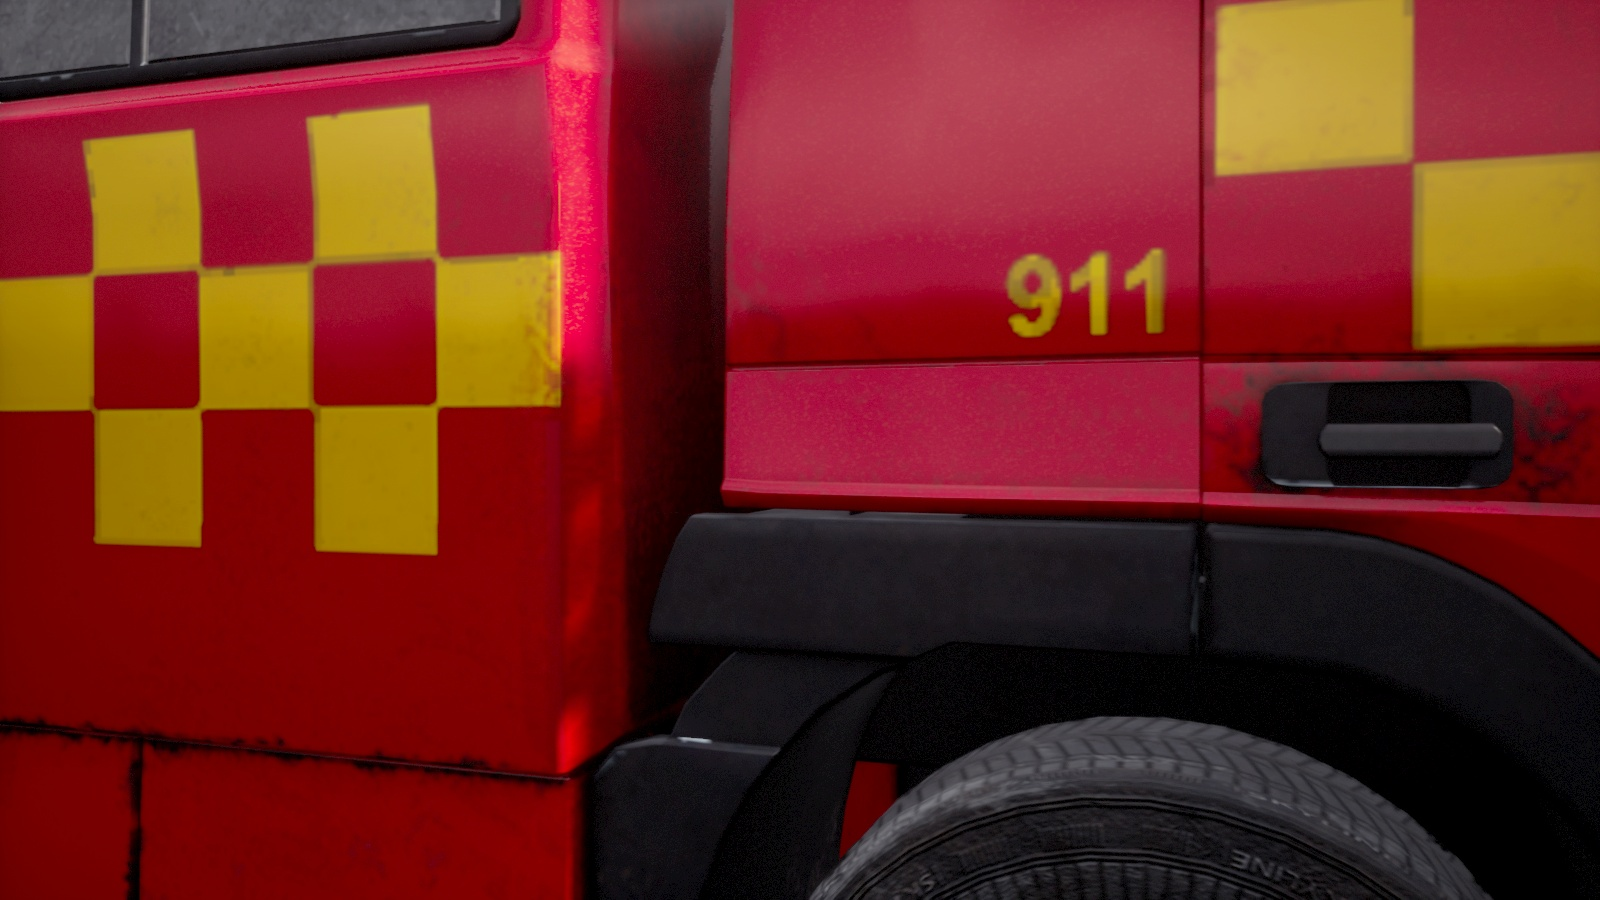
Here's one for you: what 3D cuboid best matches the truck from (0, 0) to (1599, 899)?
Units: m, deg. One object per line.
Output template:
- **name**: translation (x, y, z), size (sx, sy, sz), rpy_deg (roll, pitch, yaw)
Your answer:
- **truck**: translation (-1.322, -0.402, 3.620), size (8.468, 3.827, 2.891), rpy_deg (1, 1, 19)
